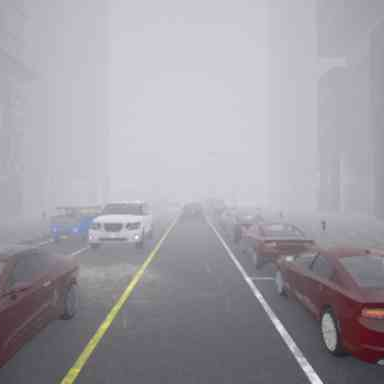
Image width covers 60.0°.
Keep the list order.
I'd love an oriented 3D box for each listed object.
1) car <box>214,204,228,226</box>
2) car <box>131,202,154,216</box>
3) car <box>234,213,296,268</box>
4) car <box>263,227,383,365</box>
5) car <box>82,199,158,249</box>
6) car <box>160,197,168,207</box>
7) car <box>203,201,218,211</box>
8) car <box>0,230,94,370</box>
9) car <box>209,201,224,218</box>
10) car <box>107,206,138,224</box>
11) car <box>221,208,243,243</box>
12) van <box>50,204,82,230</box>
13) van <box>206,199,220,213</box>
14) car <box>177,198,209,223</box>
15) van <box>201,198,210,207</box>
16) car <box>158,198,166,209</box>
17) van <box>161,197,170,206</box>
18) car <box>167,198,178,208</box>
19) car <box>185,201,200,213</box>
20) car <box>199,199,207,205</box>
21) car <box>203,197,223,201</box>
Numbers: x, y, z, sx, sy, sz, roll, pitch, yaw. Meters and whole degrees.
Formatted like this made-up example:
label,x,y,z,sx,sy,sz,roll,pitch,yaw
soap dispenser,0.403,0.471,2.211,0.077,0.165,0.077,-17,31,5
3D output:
label,x,y,z,sx,sy,sz,roll,pitch,yaw
car,2.765,1.756,22.747,1.752,1.417,4.829,0,-1,0
car,-5.786,1.947,39.165,2.008,1.369,4.403,0,-1,0
car,2.771,1.661,11.527,1.887,1.381,4.507,0,-1,0
car,2.774,1.606,6.002,1.887,1.381,4.507,0,-1,0
car,-3.097,1.380,15.683,2.150,2.045,5.566,0,-1,0
car,-5.792,1.993,66.791,2.192,1.841,5.009,0,-1,0
car,2.750,2.060,50.203,2.008,1.369,4.403,0,-1,0
car,-3.094,1.575,4.835,1.812,1.442,4.674,0,-1,0
car,2.759,1.886,33.628,1.887,1.381,4.507,0,-1,0
car,-5.784,1.866,28.116,1.802,1.307,4.206,0,-1,0
car,2.768,1.717,17.052,1.887,1.381,4.507,0,-1,0
van,-5.783,1.513,17.068,1.690,1.788,3.998,0,-1,0
van,2.752,1.794,44.680,1.690,1.788,3.998,0,-1,0
car,0.061,1.638,28.283,2.097,1.767,4.553,0,-1,0
van,2.740,2.020,66.780,1.690,1.788,3.998,0,-1,0
car,-5.789,2.089,55.570,1.752,1.417,4.829,0,-1,0
van,-5.793,2.076,72.315,1.690,1.788,3.998,0,-1,0
car,-3.041,2.218,60.784,1.895,1.301,4.718,0,-1,0
car,0.054,1.969,43.782,1.812,1.442,4.674,0,0,0
car,2.731,2.396,83.354,1.887,1.381,4.507,0,-1,0
car,2.755,1.712,39.155,2.192,1.841,5.009,0,-1,0
